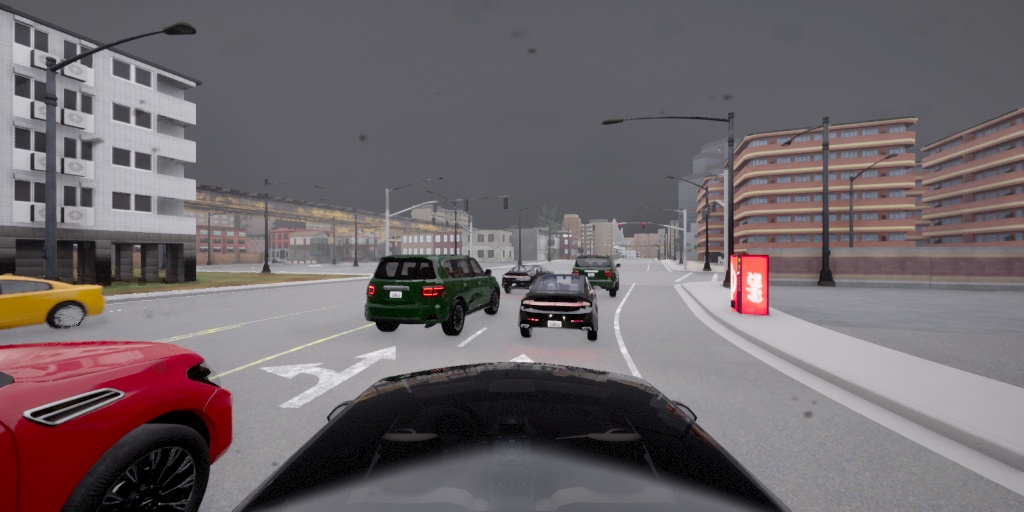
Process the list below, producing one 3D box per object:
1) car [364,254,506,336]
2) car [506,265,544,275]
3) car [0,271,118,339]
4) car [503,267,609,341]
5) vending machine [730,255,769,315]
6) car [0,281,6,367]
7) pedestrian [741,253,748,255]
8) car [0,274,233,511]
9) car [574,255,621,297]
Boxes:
[{"bbox_3d":[-2.001,0.971,10.743,2.150,2.045,5.566,0,0,14],"label":"car"},{"bbox_3d":[1.102,1.241,20.110,2.128,1.511,4.902,0,0,24],"label":"car"},{"bbox_3d":[-13.316,1.227,8.577,1.882,1.535,5.008,0,0,10],"label":"car"},{"bbox_3d":[1.433,1.241,10.034,2.128,1.511,4.902,0,0,12],"label":"car"},{"bbox_3d":[7.808,0.945,11.787,1.100,2.100,0.880,0,0,20],"label":"vending machine"},{"bbox_3d":[-10.344,1.227,4.094,1.882,1.535,5.008,0,0,5],"label":"car"},{"bbox_3d":[8.041,0.795,12.407,0.375,1.860,0.375,0,0,21],"label":"pedestrian"},{"bbox_3d":[-3.265,0.971,0.473,2.150,2.045,5.566,0,0,-2],"label":"car"},{"bbox_3d":[4.551,0.971,19.277,2.150,2.045,5.566,0,0,19],"label":"car"}]
